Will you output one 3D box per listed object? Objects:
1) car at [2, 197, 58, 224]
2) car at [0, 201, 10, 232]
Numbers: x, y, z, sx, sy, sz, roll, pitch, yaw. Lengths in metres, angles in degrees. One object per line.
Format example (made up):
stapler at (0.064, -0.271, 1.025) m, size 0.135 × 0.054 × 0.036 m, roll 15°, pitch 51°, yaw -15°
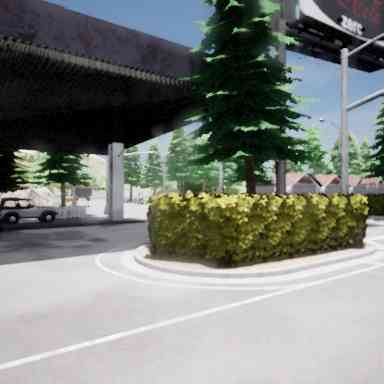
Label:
car at (-11.757, 1.313, 23.633) m, size 3.866 × 1.878 × 1.905 m, roll 0°, pitch 0°, yaw -36°
car at (-11.954, 1.480, 16.503) m, size 4.611 × 1.667 × 2.242 m, roll 0°, pitch 0°, yaw -36°
